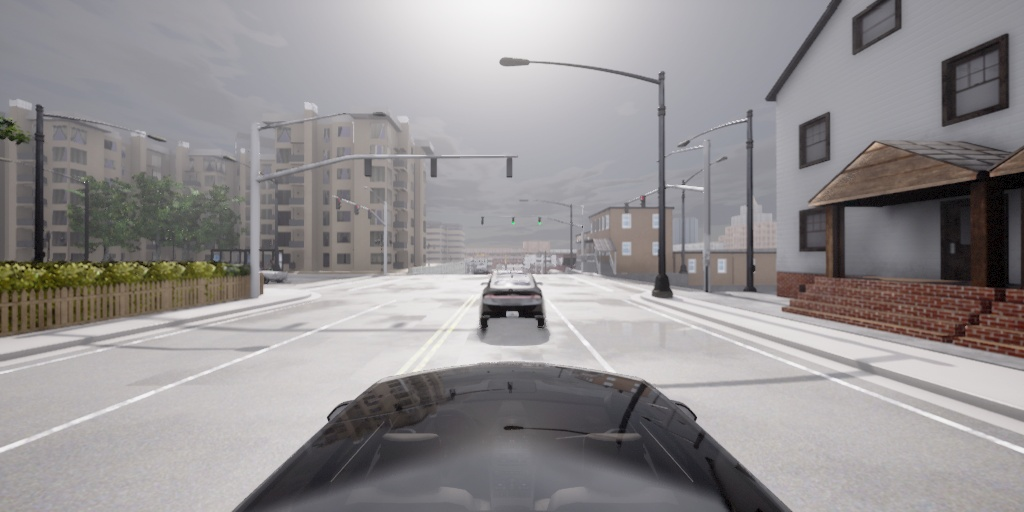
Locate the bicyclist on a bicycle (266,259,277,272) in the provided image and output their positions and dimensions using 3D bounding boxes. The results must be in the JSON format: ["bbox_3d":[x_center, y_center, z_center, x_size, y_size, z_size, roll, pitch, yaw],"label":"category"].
[{"bbox_3d":[-25.577,1.186,38.138,0.582,1.620,1.656,0,0,0],"label":"bicyclist on a bicycle"}]

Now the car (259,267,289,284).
[{"bbox_3d":[-19.667,1.443,27.116,4.718,1.301,1.895,0,0,0],"label":"car"}]

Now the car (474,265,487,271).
[{"bbox_3d":[-3.946,1.936,47.213,1.812,1.442,4.674,0,-5,0],"label":"car"}]

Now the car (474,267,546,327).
[{"bbox_3d":[0.004,1.278,11.619,2.128,1.511,4.902,0,0,0],"label":"car"}]
